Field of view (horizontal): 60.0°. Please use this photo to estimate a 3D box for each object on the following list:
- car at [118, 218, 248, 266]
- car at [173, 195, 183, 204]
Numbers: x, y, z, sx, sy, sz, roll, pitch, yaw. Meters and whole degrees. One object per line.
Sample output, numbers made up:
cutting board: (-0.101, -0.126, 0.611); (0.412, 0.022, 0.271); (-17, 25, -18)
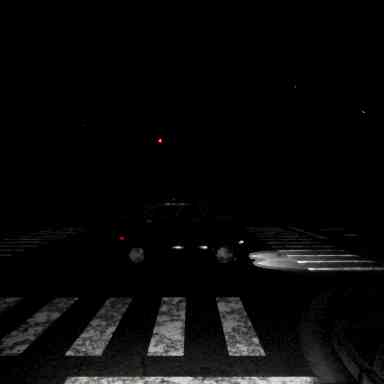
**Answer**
car: (-0.281, 1.574, 11.000); (4.181, 1.385, 1.994); (0, 0, 0)
car: (-2.896, 1.499, 69.348); (2.097, 1.767, 4.553); (0, 0, 0)
